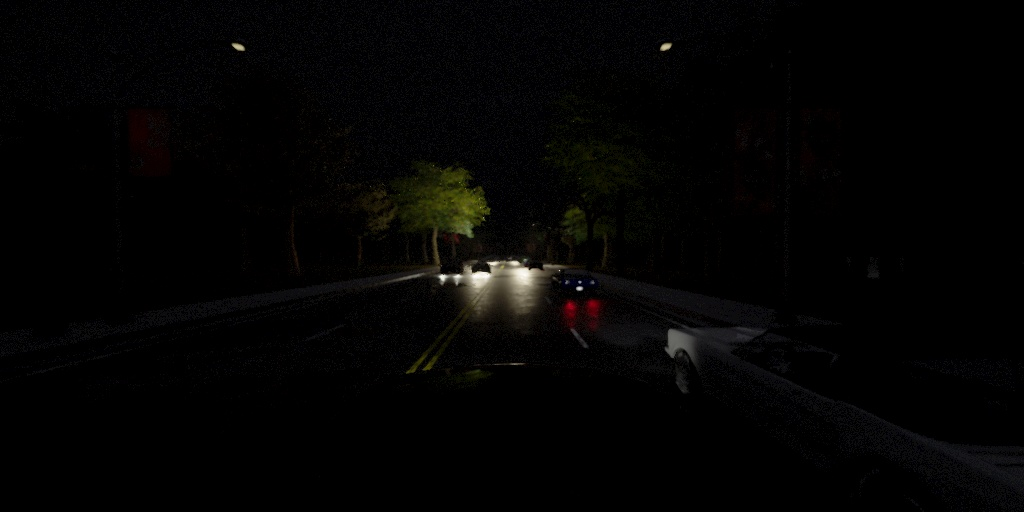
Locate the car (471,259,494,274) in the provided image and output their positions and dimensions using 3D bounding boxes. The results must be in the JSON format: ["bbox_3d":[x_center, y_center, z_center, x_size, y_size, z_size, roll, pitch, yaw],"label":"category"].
[{"bbox_3d":[-3.336,1.298,39.807,1.994,1.385,4.181,0,0,0],"label":"car"}]

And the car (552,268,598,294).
[{"bbox_3d":[3.358,1.339,20.008,1.895,1.301,4.718,0,0,0],"label":"car"}]

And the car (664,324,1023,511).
[{"bbox_3d":[3.352,1.349,3.615,1.895,1.301,4.718,0,0,0],"label":"car"}]

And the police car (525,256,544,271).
[{"bbox_3d":[3.224,1.157,49.398,1.930,1.638,5.238,0,0,0],"label":"police car"}]

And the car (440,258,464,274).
[{"bbox_3d":[-6.587,1.085,39.678,2.097,1.767,4.553,0,0,0],"label":"car"}]

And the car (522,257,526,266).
[{"bbox_3d":[3.171,1.252,60.300,1.812,1.442,4.674,0,0,0],"label":"car"}]
